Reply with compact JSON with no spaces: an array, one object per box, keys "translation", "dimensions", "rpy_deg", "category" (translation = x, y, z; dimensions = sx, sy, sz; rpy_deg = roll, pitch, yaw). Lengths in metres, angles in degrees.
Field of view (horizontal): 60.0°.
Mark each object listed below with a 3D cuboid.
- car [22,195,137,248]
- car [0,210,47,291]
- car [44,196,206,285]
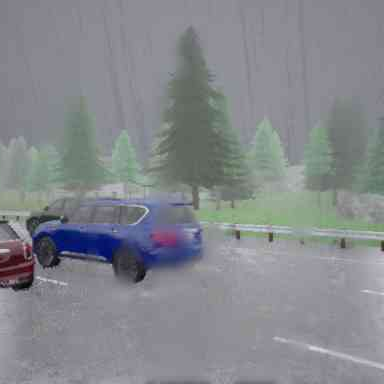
[{"translation":[-5.490,1.221,15.900],"dimensions":[5.566,2.045,2.150],"rpy_deg":[0,0,32],"category":"car"},{"translation":[-5.747,1.349,7.741],"dimensions":[4.553,1.767,2.097],"rpy_deg":[0,0,33],"category":"car"},{"translation":[-2.266,1.219,9.706],"dimensions":[5.566,2.045,2.150],"rpy_deg":[0,0,33],"category":"car"}]
